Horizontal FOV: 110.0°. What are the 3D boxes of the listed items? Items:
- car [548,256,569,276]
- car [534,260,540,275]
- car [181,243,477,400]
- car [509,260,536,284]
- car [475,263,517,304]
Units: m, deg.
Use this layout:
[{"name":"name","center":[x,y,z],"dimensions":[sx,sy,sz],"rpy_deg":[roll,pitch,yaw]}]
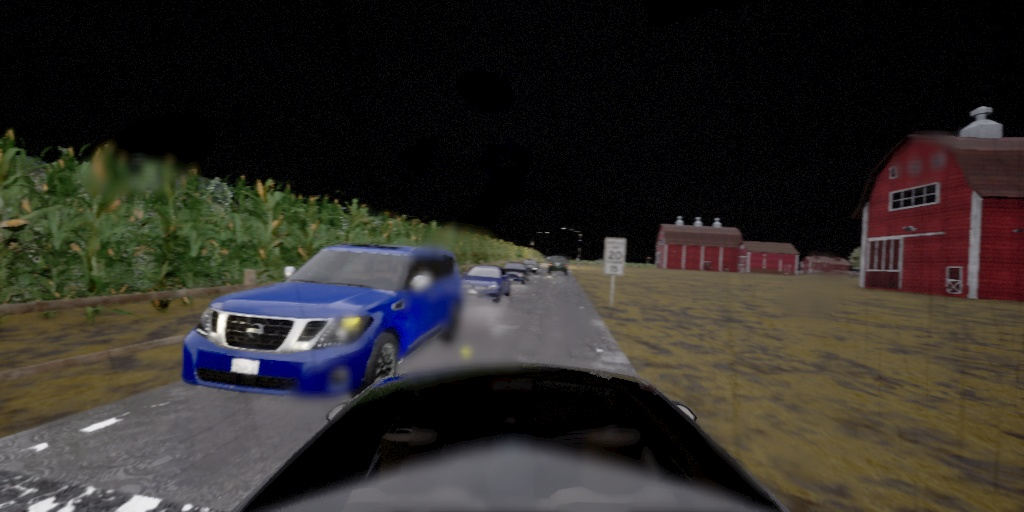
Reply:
[{"name":"car","center":[5.244,1.051,40.832],"dimensions":[2.150,2.045,5.566],"rpy_deg":[4,1,8]},{"name":"car","center":[1.947,1.143,38.149],"dimensions":[1.837,1.490,4.892],"rpy_deg":[4,1,8]},{"name":"car","center":[-2.407,0.802,6.434],"dimensions":[2.150,2.045,5.566],"rpy_deg":[4,0,7]},{"name":"car","center":[0.275,1.179,26.387],"dimensions":[2.033,1.411,5.357],"rpy_deg":[4,1,8]},{"name":"car","center":[-1.141,1.148,16.081],"dimensions":[1.812,1.442,4.674],"rpy_deg":[4,0,8]}]
